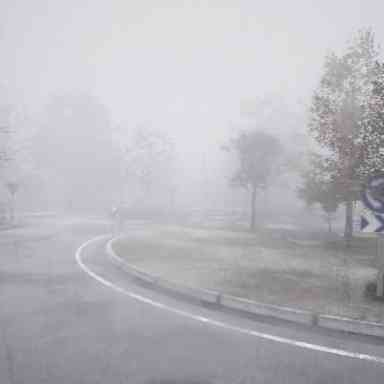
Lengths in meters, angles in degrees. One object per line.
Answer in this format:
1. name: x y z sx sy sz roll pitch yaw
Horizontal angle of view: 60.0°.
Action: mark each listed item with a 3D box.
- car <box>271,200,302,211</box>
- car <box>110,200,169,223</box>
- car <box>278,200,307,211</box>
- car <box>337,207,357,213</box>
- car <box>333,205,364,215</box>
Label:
1. car: 19.467 2.784 69.975 5.566 2.045 2.435 2 -2 34
2. car: -4.072 1.430 26.175 4.553 1.767 2.097 2 -1 2
3. car: 22.539 3.055 74.484 5.566 2.045 2.435 2 -2 34
4. car: 28.317 3.146 61.297 4.553 1.767 2.185 2 -2 34
5. car: 30.040 3.421 63.785 5.008 1.535 2.097 2 -2 34
